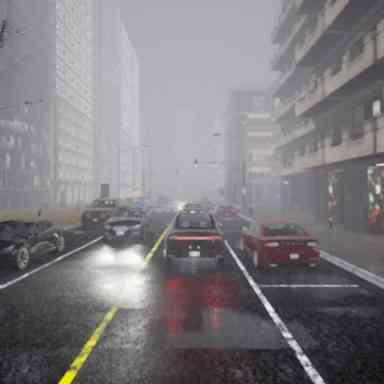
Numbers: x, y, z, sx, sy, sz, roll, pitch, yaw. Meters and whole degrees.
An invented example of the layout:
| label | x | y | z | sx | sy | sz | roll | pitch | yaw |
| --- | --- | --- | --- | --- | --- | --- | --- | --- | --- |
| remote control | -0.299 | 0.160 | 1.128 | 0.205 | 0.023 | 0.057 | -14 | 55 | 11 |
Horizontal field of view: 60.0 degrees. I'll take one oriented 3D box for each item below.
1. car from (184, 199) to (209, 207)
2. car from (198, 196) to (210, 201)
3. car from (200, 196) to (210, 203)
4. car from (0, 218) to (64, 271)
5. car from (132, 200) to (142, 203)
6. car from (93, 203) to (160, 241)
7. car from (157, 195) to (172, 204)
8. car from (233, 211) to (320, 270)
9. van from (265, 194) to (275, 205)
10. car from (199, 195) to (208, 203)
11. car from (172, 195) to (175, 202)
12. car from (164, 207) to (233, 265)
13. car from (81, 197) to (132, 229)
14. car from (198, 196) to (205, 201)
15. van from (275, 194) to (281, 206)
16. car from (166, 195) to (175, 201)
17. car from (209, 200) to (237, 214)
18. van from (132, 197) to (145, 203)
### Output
| label | x | y | z | sx | sy | sz | roll | pitch | yaw |
| --- | --- | --- | --- | --- | --- | --- | --- | --- | --- |
| car | 0.097 | 1.583 | 27.655 | 2.033 | 1.411 | 5.357 | 0 | 0 | 0 |
| car | 2.698 | 1.655 | 65.461 | 1.887 | 1.381 | 4.507 | 0 | 0 | 0 |
| car | 2.699 | 1.667 | 70.988 | 1.887 | 1.381 | 4.507 | 0 | 0 | 0 |
| car | -5.691 | 1.579 | 10.981 | 1.947 | 1.339 | 4.313 | 0 | 0 | 0 |
| car | -5.689 | 1.601 | 27.550 | 1.947 | 1.339 | 4.313 | 0 | 0 | 0 |
| car | -3.093 | 1.512 | 16.852 | 2.128 | 1.511 | 4.902 | 0 | 0 | 0 |
| car | -5.683 | 1.425 | 65.463 | 2.192 | 1.841 | 5.009 | 0 | 0 | 0 |
| car | 2.689 | 1.558 | 10.979 | 1.887 | 1.381 | 4.507 | 0 | 0 | 0 |
| van | 13.719 | 1.192 | 53.015 | 3.998 | 1.788 | 1.690 | -1 | 1 | 0 |
| car | 2.699 | 1.576 | 76.516 | 1.967 | 1.590 | 4.097 | 0 | 0 | 0 |
| car | -5.680 | 1.681 | 76.518 | 1.887 | 1.381 | 4.507 | 0 | 0 | 0 |
| car | 0.088 | 1.506 | 11.641 | 2.128 | 1.511 | 4.902 | 0 | 0 | 0 |
| car | -5.691 | 1.342 | 22.027 | 2.192 | 1.841 | 5.009 | 0 | 0 | 0 |
| car | 2.703 | 1.747 | 93.099 | 1.947 | 1.339 | 4.313 | 0 | 0 | 0 |
| van | 13.739 | 1.217 | 44.635 | 3.998 | 1.788 | 1.690 | -1 | 1 | 0 |
| car | -5.679 | 1.605 | 87.574 | 1.967 | 1.590 | 4.097 | 0 | 0 | 0 |
| car | 2.691 | 1.580 | 27.547 | 1.887 | 1.381 | 4.507 | 0 | 0 | 0 |
| van | -5.689 | 1.385 | 33.073 | 1.690 | 1.788 | 3.998 | 0 | 0 | 0 |
